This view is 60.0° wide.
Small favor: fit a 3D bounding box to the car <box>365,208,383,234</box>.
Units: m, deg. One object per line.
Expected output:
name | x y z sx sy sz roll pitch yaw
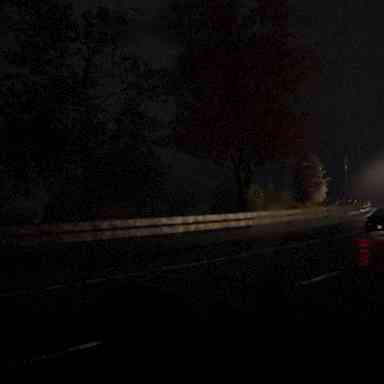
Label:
car | 11.245 1.614 18.795 1.812 1.442 4.674 0 0 43
